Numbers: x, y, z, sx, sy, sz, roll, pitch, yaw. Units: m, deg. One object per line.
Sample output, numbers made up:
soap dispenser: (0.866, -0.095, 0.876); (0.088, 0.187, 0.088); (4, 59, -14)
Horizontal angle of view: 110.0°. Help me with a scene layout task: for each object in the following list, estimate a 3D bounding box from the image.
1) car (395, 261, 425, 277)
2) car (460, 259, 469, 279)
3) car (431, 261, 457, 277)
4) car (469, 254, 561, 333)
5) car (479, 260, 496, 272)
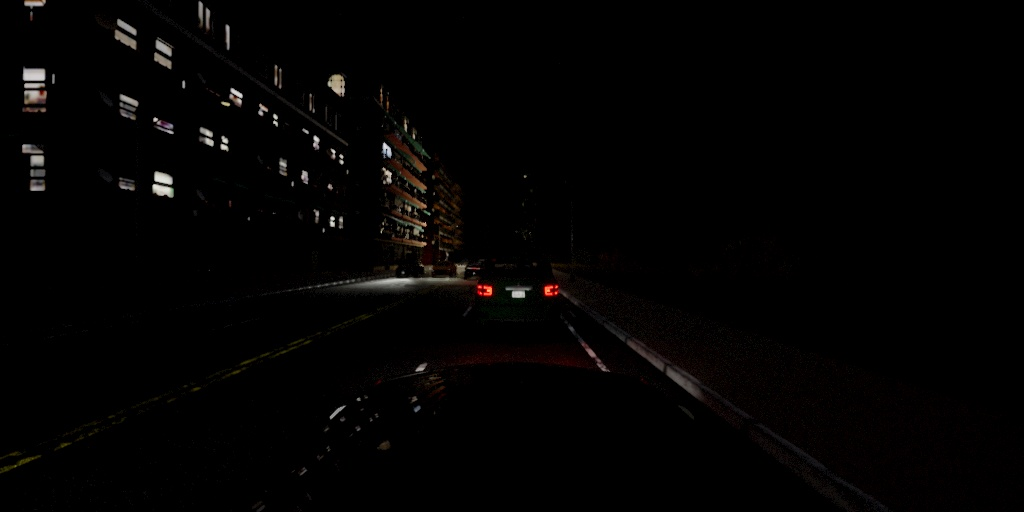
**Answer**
car: (-9.819, 1.245, 34.797); (2.128, 1.511, 4.902); (0, 0, 0)
car: (-3.122, 1.241, 32.055); (2.128, 1.511, 4.902); (0, 0, 0)
car: (-6.569, 1.231, 35.041); (1.882, 1.535, 5.008); (0, 0, 0)
car: (0.113, 0.973, 10.893); (2.150, 2.045, 5.566); (0, 0, -1)
car: (-3.112, 1.279, 45.807); (1.812, 1.442, 4.674); (0, 0, 0)
